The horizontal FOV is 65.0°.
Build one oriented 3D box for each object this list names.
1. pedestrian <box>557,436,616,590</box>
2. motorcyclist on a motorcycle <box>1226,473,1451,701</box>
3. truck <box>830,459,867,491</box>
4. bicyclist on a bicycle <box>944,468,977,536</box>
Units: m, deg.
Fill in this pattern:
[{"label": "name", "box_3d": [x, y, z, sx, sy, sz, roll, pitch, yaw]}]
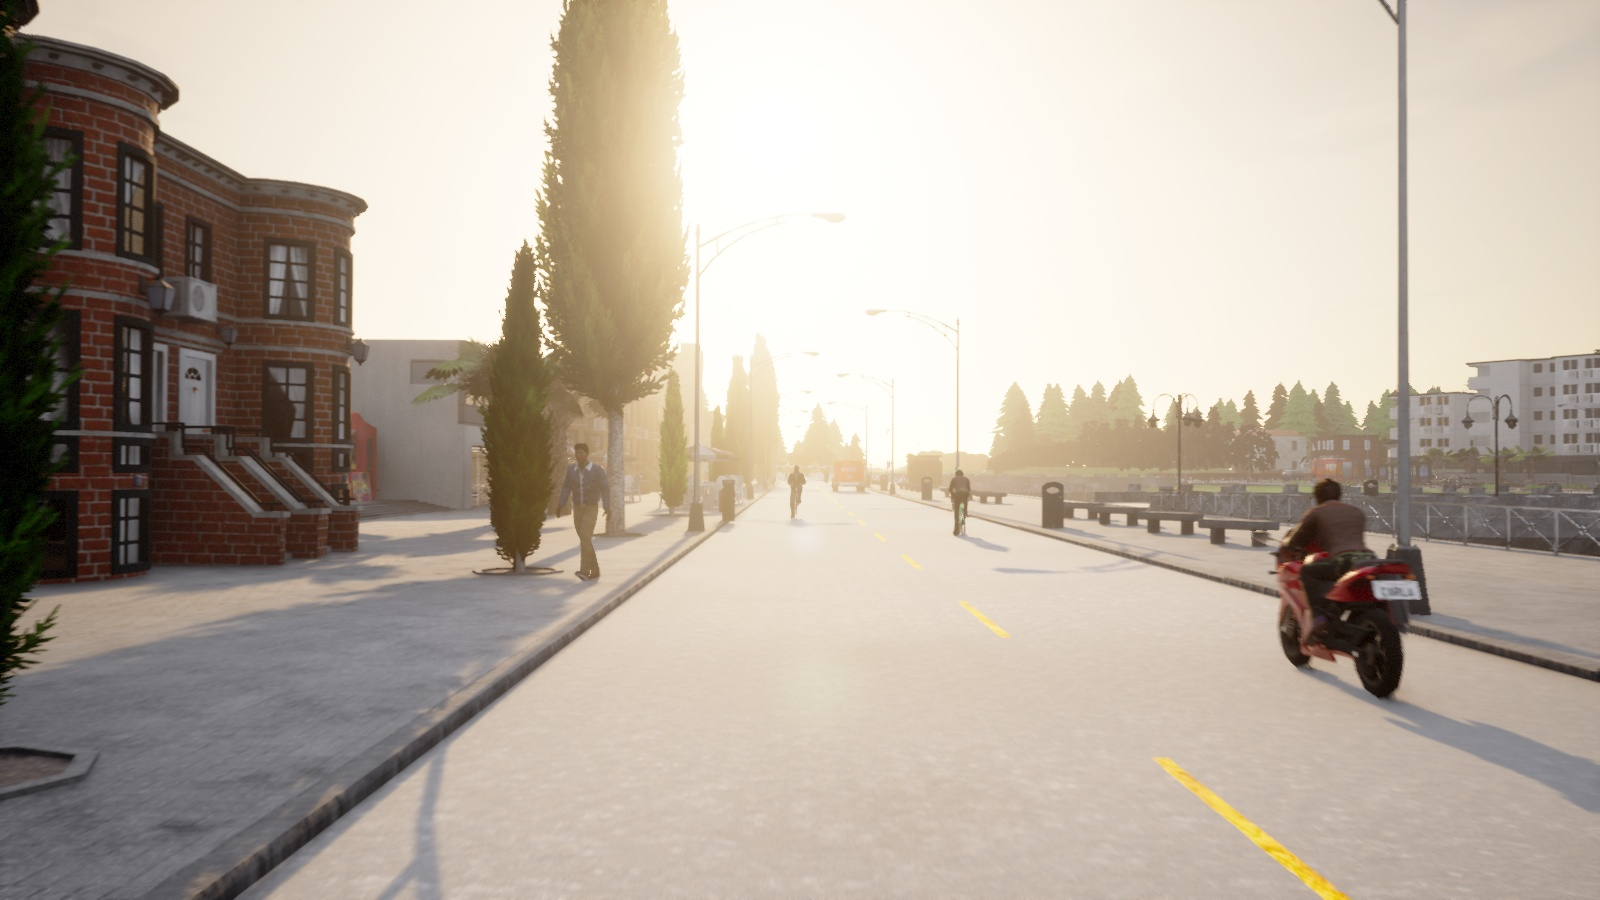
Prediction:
[{"label": "pedestrian", "box_3d": [-2.767, 0.809, 16.334, 0.423, 1.949, 0.788, -1, -1, 19]}, {"label": "motorcyclist on a motorcycle", "box_3d": [3.974, 0.940, 9.480, 0.797, 1.523, 2.044, 0, -1, 0]}, {"label": "truck", "box_3d": [3.745, 1.958, 98.257, 2.627, 2.467, 5.204, 0, -1, 0]}, {"label": "bicyclist on a bicycle", "box_3d": [3.919, 1.267, 30.778, 0.582, 1.620, 1.656, 0, -1, 0]}]
